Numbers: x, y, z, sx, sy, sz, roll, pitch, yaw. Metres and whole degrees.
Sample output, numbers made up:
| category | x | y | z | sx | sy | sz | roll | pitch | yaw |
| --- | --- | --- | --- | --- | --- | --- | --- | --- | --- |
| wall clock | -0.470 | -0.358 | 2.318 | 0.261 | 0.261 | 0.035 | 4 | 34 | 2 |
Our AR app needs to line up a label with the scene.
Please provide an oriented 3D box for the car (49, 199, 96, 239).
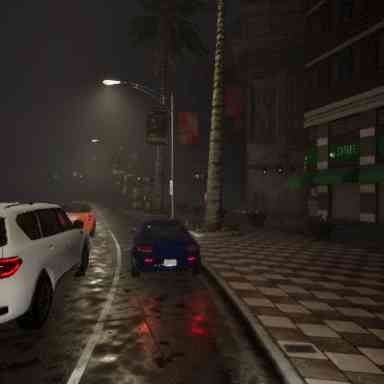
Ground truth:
| category | x | y | z | sx | sy | sz | roll | pitch | yaw |
| --- | --- | --- | --- | --- | --- | --- | --- | --- | --- |
| car | -6.358 | 1.346 | 18.165 | 2.097 | 1.767 | 4.553 | 0 | 0 | -16 |

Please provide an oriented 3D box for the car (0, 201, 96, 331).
| category | x | y | z | sx | sy | sz | roll | pitch | yaw |
| --- | --- | --- | --- | --- | --- | --- | --- | --- | --- |
| car | -3.674 | 1.216 | 6.920 | 2.150 | 2.045 | 5.566 | 0 | 0 | -6 |

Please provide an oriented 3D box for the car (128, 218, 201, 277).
| category | x | y | z | sx | sy | sz | roll | pitch | yaw |
| --- | --- | --- | --- | --- | --- | --- | --- | --- | --- |
| car | -0.947 | 1.524 | 10.194 | 1.812 | 1.442 | 4.674 | 0 | 0 | -11 |

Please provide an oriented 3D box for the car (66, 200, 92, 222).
| category | x | y | z | sx | sy | sz | roll | pitch | yaw |
| --- | --- | --- | --- | --- | --- | --- | --- | --- | --- |
| car | -9.290 | 1.469 | 27.474 | 1.882 | 1.535 | 5.008 | 0 | 0 | -18 |

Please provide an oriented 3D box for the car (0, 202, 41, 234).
| category | x | y | z | sx | sy | sz | roll | pitch | yaw |
| --- | --- | --- | --- | --- | --- | --- | --- | --- | --- |
| car | -10.569 | 1.468 | 20.196 | 1.882 | 1.535 | 5.008 | 0 | 0 | -17 |
